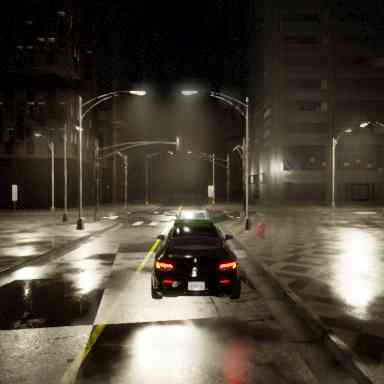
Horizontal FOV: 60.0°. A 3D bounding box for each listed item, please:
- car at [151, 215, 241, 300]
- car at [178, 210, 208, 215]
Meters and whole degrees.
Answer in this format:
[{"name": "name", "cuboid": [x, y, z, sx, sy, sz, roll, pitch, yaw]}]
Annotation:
[{"name": "car", "cuboid": [0.077, 1.523, 8.282, 1.812, 1.442, 4.674, 0, 0, 0]}, {"name": "car", "cuboid": [0.059, 1.594, 17.307, 1.895, 1.301, 4.718, 0, 0, 0]}]
